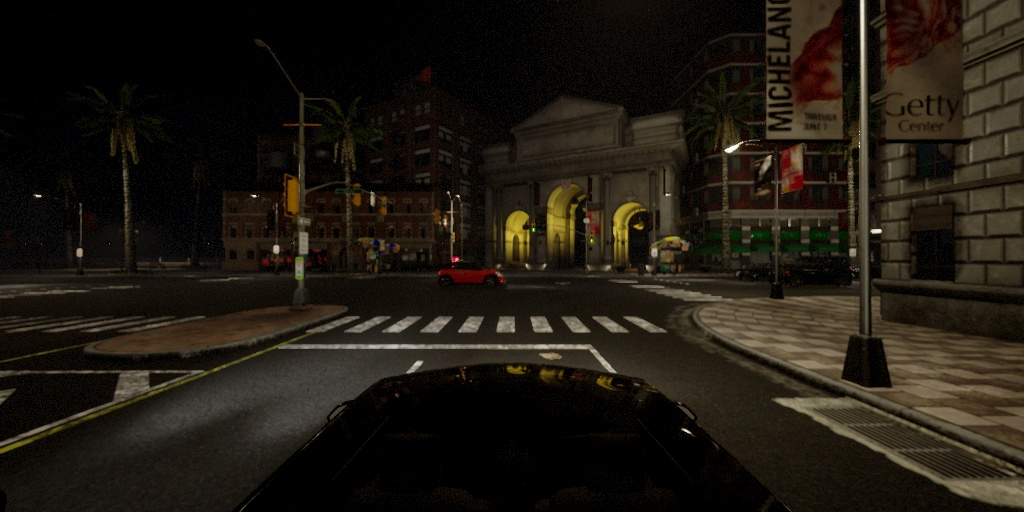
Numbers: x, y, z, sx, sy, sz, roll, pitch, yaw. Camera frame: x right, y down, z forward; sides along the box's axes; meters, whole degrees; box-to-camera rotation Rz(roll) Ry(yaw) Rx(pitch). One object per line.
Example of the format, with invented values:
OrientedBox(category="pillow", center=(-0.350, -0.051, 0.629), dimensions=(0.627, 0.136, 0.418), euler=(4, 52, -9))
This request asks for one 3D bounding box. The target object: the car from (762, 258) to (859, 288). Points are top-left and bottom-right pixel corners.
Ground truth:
OrientedBox(category="car", center=(20.187, 1.200, 24.404), dimensions=(4.553, 1.767, 2.097), euler=(0, 0, 0))

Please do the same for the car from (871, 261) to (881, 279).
OrientedBox(category="car", center=(31.294, 1.230, 31.403), dimensions=(4.553, 1.767, 2.097), euler=(0, 0, 2))

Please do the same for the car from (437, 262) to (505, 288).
OrientedBox(category="car", center=(-2.758, 1.201, 24.553), dimensions=(4.553, 1.767, 2.097), euler=(0, 0, 0))

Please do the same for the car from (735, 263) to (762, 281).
OrientedBox(category="car", center=(22.318, 1.371, 31.569), dimensions=(4.902, 1.511, 2.128), euler=(0, 0, 0))
